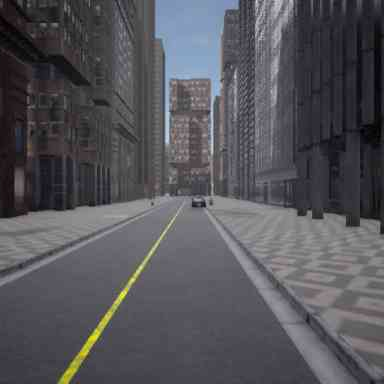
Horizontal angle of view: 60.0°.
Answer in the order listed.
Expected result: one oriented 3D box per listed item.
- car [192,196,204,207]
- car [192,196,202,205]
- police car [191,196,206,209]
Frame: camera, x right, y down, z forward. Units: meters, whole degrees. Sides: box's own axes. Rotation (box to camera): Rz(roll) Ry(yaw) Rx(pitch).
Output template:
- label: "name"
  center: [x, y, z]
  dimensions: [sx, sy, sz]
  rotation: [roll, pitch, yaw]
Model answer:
- label: "car"
  center: [0.900, 1.528, 54.982]
  dimensions: [1.882, 1.535, 5.008]
  rotation: [0, 0, 0]
- label: "car"
  center: [0.899, 1.525, 61.172]
  dimensions: [1.801, 1.575, 5.366]
  rotation: [0, 0, 0]
- label: "police car"
  center: [0.900, 1.460, 45.092]
  dimensions: [1.930, 1.638, 5.238]
  rotation: [0, 0, 0]
